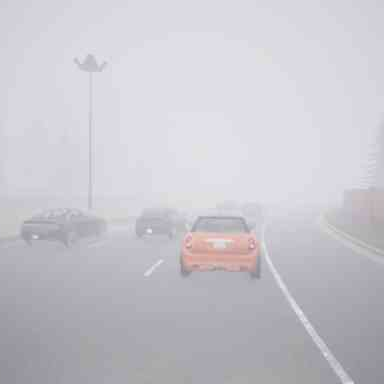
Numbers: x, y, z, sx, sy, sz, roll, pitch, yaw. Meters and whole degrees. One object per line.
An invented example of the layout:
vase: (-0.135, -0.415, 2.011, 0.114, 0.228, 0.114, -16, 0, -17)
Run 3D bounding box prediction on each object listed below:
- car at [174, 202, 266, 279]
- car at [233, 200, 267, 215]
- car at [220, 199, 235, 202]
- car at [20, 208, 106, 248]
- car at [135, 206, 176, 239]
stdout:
car: (0.941, 1.360, 10.394, 2.097, 1.767, 4.553, 0, 0, 7)
car: (5.351, 1.584, 29.039, 2.033, 1.411, 5.357, 0, 0, 20)
car: (3.928, 1.510, 34.809, 1.882, 1.535, 5.008, 0, 0, 22)
car: (-5.478, 1.470, 14.851, 2.128, 1.511, 4.902, 0, 0, 9)
car: (-1.468, 1.504, 17.362, 1.837, 1.490, 4.892, 0, 0, 11)
